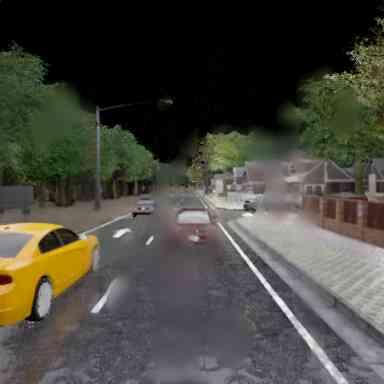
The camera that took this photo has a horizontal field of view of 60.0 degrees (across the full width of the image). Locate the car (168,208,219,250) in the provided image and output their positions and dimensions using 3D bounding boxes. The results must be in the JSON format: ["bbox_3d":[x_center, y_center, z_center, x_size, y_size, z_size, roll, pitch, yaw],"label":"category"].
[{"bbox_3d":[0.061,1.362,13.421,1.812,1.442,4.674,0,1,0],"label":"car"}]

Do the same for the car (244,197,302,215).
[{"bbox_3d":[6.624,1.115,26.819,4.902,1.511,2.128,0,-1,-9],"label":"car"}]

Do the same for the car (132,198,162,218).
[{"bbox_3d":[-3.481,1.216,26.268,2.033,1.411,5.357,0,1,0],"label":"car"}]

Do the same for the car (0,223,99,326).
[{"bbox_3d":[-3.437,1.393,7.057,1.882,1.535,5.008,0,1,0],"label":"car"}]
